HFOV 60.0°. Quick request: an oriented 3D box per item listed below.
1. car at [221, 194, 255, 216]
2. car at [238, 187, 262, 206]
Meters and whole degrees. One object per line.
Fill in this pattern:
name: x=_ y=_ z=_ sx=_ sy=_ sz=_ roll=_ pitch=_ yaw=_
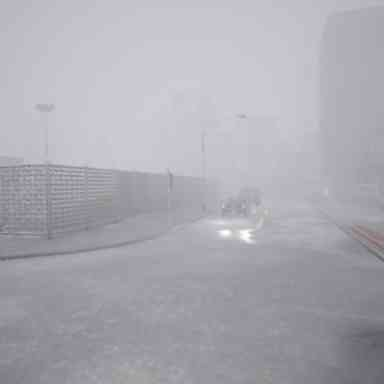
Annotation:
car: x=3.523 y=1.050 z=25.898 sx=1.895 sy=1.301 sz=4.718 roll=-1 pitch=1 yaw=15
car: x=6.302 y=0.433 z=36.157 sx=2.150 sy=2.045 sz=5.566 roll=-1 pitch=1 yaw=16
